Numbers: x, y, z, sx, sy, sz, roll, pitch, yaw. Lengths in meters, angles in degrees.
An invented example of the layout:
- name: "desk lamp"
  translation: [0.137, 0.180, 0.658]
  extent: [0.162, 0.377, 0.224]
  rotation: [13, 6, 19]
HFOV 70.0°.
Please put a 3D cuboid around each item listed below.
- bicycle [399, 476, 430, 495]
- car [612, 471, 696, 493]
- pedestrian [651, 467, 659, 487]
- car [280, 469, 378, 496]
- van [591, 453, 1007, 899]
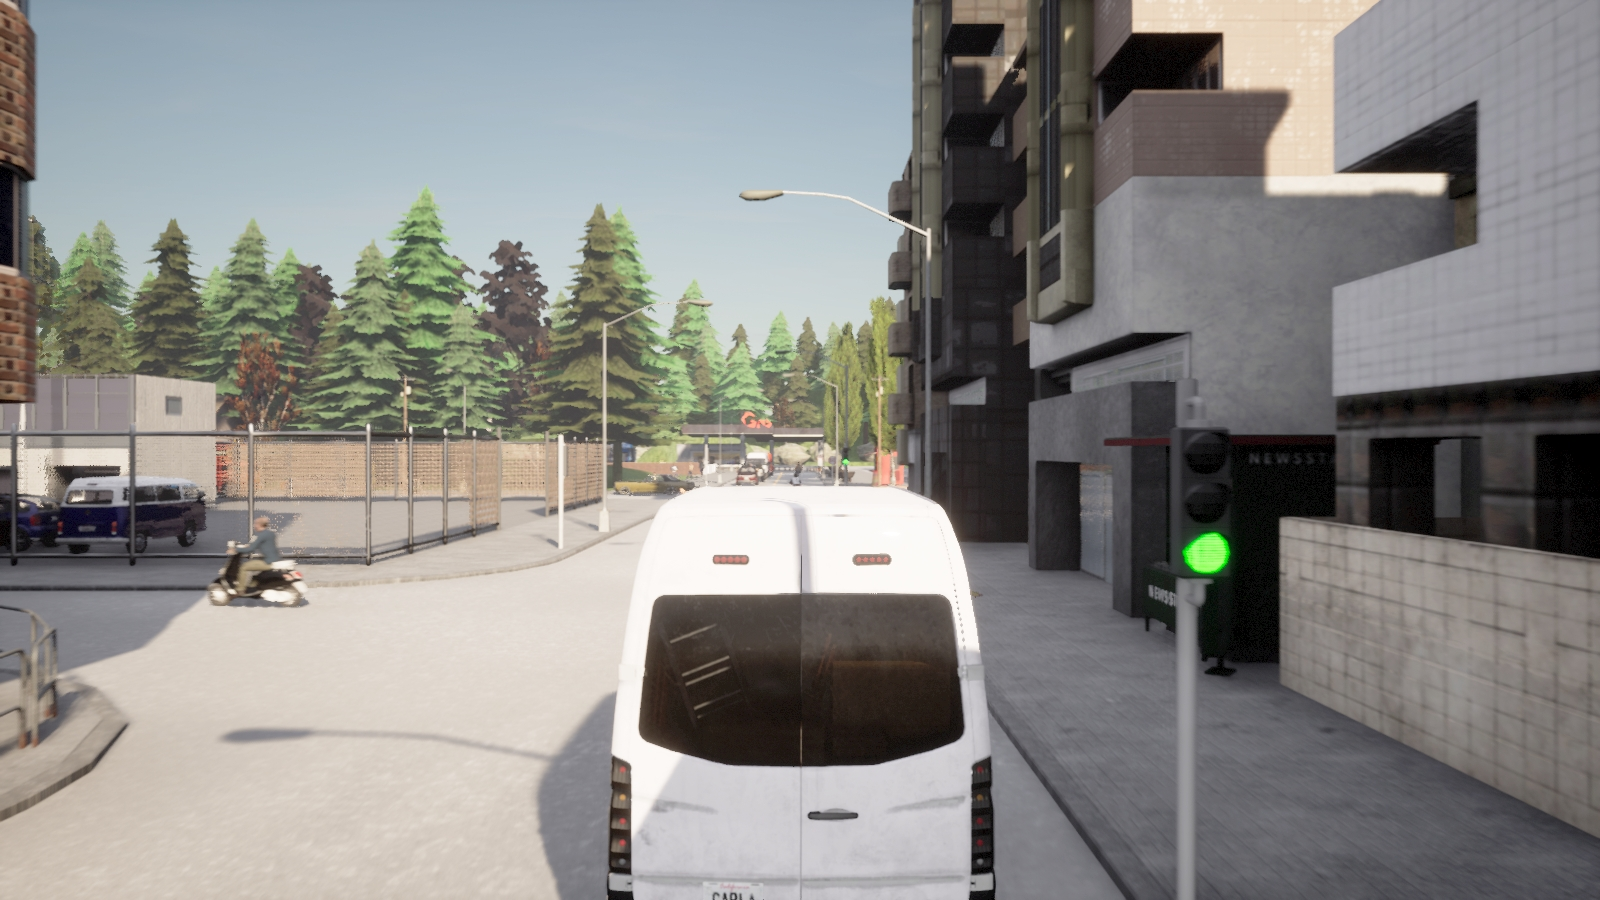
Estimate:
- name: "bicycle"
  translation: [-22.251, 2.041, 65.965]
  extent: [1.487, 1.080, 0.859]
  rotation: [0, 0, 0]
- name: "car"
  translation: [-8.892, 1.939, 69.820]
  extent: [4.718, 1.301, 1.895]
  rotation: [0, 0, 10]
- name: "pedestrian"
  translation: [-9.741, 1.810, 76.607]
  extent: [0.375, 1.300, 0.375]
  rotation: [0, 0, 23]
- name: "car"
  translation: [-27.137, 1.848, 65.959]
  extent: [4.792, 1.488, 2.163]
  rotation: [0, 0, 0]
- name: "van"
  translation: [-0.016, 1.315, 8.416]
  extent: [1.988, 2.561, 5.915]
  rotation: [0, 0, 0]
